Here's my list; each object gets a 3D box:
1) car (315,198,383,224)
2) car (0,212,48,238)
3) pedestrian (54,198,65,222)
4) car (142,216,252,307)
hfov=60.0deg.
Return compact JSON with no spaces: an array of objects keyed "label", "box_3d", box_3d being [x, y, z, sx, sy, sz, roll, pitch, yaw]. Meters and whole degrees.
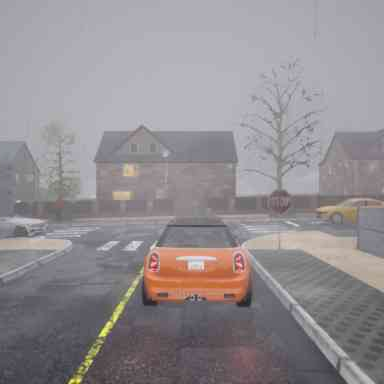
[{"label":"car","box_3d":[10.515,1.159,21.383,5.008,1.535,1.882,-1,1,0]},{"label":"car","box_3d":[-10.367,1.746,18.208,4.674,1.442,1.812,-1,1,4]},{"label":"pedestrian","box_3d":[-9.699,1.256,24.218,0.375,1.860,0.375,0,2,0]},{"label":"car","box_3d":[0.155,1.351,8.158,2.097,1.767,4.553,0,0,2]}]
